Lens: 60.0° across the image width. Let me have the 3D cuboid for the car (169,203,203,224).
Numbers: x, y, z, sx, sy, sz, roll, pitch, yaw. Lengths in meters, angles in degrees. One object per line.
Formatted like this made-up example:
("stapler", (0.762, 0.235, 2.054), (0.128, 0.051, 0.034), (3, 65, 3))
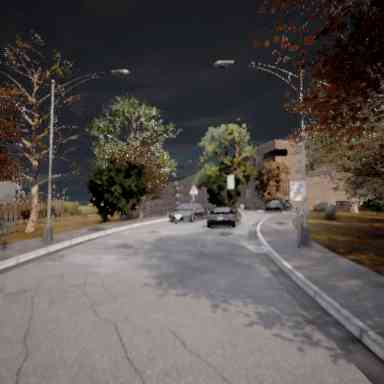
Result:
("car", (-0.239, 1.640, 26.656), (2.128, 1.511, 4.902), (-2, -1, 19))

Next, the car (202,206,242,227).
("car", (2.328, 1.630, 23.181), (1.994, 1.385, 4.181), (-1, 0, 15))

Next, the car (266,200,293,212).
("car", (10.381, 1.598, 39.448), (1.994, 1.385, 4.181), (-3, -3, 36))
